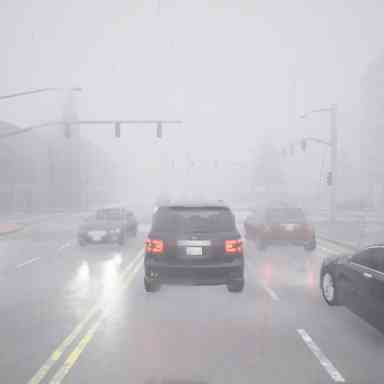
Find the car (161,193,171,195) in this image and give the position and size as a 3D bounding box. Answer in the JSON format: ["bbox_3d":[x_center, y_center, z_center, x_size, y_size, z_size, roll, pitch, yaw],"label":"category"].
[{"bbox_3d":[-4.924,1.221,62.214,2.150,2.045,5.566,0,0,0],"label":"car"}]

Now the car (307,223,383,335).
[{"bbox_3d":[3.606,1.505,5.133,1.837,1.490,4.892,0,0,0],"label":"car"}]

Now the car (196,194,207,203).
[{"bbox_3d":[2.011,1.352,70.013,2.097,1.767,4.553,0,0,-1],"label":"car"}]

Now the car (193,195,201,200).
[{"bbox_3d":[1.440,1.552,90.416,1.994,1.385,4.181,0,0,-1],"label":"car"}]

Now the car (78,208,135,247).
[{"bbox_3d":[-3.611,1.491,15.037,2.128,1.511,4.902,0,0,0],"label":"car"}]

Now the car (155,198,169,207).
[{"bbox_3d":[-4.717,1.601,52.206,1.895,1.301,4.718,0,0,-1],"label":"car"}]

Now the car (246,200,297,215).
[{"bbox_3d":[8.000,1.525,33.557,4.674,1.442,1.812,0,0,-7],"label":"car"}]

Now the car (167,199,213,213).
[{"bbox_3d":[-0.268,1.504,36.887,4.892,1.490,1.837,0,0,-4],"label":"car"}]

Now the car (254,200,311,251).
[{"bbox_3d":[3.531,1.352,14.214,2.097,1.767,4.553,0,0,0],"label":"car"}]

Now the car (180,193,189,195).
[{"bbox_3d":[-1.814,1.496,80.269,1.837,1.490,4.892,0,0,-1],"label":"car"}]

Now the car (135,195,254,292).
[{"bbox_3d":[0.051,1.221,9.035,2.150,2.045,5.566,0,0,0],"label":"car"}]

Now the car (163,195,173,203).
[{"bbox_3d":[-5.123,1.477,72.378,1.882,1.535,5.008,0,0,-1],"label":"car"}]

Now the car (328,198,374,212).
[{"bbox_3d":[17.969,1.504,37.714,4.892,1.490,1.837,0,0,-2],"label":"car"}]
